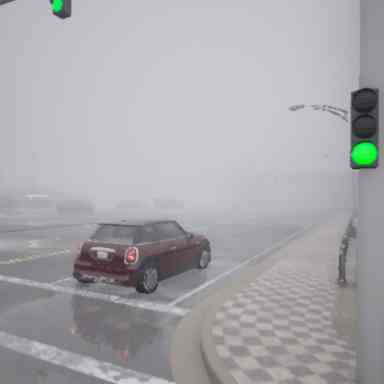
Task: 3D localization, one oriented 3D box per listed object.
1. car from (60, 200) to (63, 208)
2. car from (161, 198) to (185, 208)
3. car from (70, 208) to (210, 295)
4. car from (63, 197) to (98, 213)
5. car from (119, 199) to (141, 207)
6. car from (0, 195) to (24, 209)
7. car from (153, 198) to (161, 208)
[{"bbox_3d":[-25.912,2.072,72.241,1.970,1.475,3.806,1,-1,26],"label":"car"},{"bbox_3d":[-3.185,2.060,60.866,1.932,1.855,4.605,1,-1,26],"label":"car"},{"bbox_3d":[-1.146,1.528,9.634,2.097,1.767,4.553,1,-1,26],"label":"car"},{"bbox_3d":[-15.974,1.881,47.788,1.970,1.475,3.806,1,-1,26],"label":"car"},{"bbox_3d":[-16.773,2.676,92.167,5.357,1.411,2.033,1,-1,28],"label":"car"},{"bbox_3d":[-31.126,1.484,55.260,1.932,1.855,4.605,1,-1,26],"label":"car"},{"bbox_3d":[-5.750,2.038,62.208,1.905,1.878,3.866,1,-1,26],"label":"car"}]
